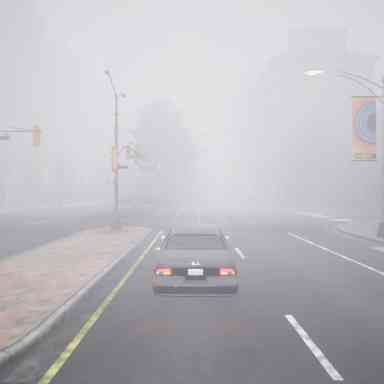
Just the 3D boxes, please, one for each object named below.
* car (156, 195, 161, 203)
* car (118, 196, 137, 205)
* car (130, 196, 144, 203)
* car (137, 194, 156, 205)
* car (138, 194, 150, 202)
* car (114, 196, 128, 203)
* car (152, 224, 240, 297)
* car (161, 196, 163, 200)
[{"bbox_3d":[-7.951,1.525,67.428,1.812,1.442,4.674,0,0,1],"label":"car"},{"bbox_3d":[-11.509,1.491,59.594,2.128,1.511,4.902,0,0,0],"label":"car"},{"bbox_3d":[-11.431,1.525,69.515,2.128,1.511,4.902,0,0,0],"label":"car"},{"bbox_3d":[-8.014,1.564,58.910,1.994,1.385,4.181,0,0,1],"label":"car"},{"bbox_3d":[-11.421,1.355,79.526,2.097,1.767,4.553,0,0,0],"label":"car"},{"bbox_3d":[-14.680,1.594,69.396,1.895,1.301,4.718,0,0,0],"label":"car"},{"bbox_3d":[0.083,1.547,8.752,2.033,1.411,5.357,0,0,0],"label":"car"},{"bbox_3d":[-7.922,1.500,77.757,1.837,1.490,4.892,0,0,0],"label":"car"}]
